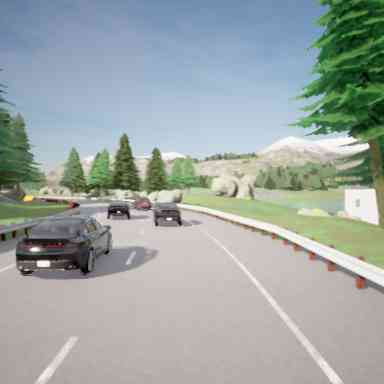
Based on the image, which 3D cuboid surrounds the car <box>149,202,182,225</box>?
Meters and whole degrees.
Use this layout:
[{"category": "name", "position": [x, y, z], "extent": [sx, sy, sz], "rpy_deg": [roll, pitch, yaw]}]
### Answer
[{"category": "car", "position": [-1.869, 1.508, 23.977], "extent": [1.837, 1.490, 4.892], "rpy_deg": [0, 0, -9]}]

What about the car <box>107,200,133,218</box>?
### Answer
[{"category": "car", "position": [-6.550, 1.488, 29.646], "extent": [1.882, 1.535, 5.008], "rpy_deg": [0, 0, -13]}]

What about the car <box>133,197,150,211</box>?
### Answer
[{"category": "car", "position": [-6.364, 1.440, 41.951], "extent": [2.033, 1.649, 4.856], "rpy_deg": [0, 0, -18]}]

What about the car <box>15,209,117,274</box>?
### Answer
[{"category": "car", "position": [-3.800, 1.511, 10.572], "extent": [1.837, 1.490, 4.892], "rpy_deg": [0, 0, -4]}]
